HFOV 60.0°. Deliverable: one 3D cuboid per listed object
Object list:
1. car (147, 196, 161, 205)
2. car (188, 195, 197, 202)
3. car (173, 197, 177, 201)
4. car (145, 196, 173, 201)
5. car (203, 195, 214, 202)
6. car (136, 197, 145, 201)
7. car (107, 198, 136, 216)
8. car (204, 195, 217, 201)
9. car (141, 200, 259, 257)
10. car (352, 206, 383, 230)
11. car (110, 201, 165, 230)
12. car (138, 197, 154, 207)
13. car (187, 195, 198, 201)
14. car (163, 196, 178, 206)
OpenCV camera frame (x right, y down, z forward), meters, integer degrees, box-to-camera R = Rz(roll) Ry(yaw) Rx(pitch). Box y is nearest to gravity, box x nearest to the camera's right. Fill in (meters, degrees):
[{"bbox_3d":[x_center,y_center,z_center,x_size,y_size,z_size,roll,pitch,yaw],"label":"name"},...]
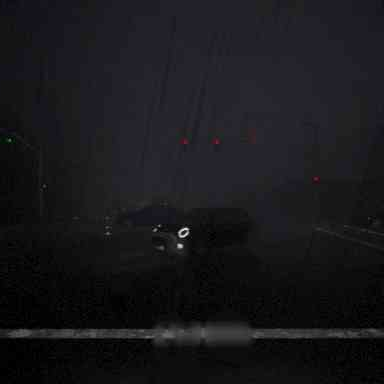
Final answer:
[{"bbox_3d":[-7.012,1.491,62.128,2.128,1.511,4.902,0,0,0],"label":"car"},{"bbox_3d":[0.061,1.413,73.921,1.994,1.385,4.181,0,0,0],"label":"car"},{"bbox_3d":[-3.556,1.564,45.603,1.994,1.385,4.181,0,0,0],"label":"car"},{"bbox_3d":[-3.558,1.352,37.033,2.097,1.767,4.553,0,0,0],"label":"car"},{"bbox_3d":[3.561,1.385,73.918,2.128,1.511,4.902,0,0,0],"label":"car"},{"bbox_3d":[-7.059,1.477,42.234,1.882,1.535,5.008,0,0,0],"label":"car"},{"bbox_3d":[-7.067,1.525,32.940,1.812,1.442,4.674,0,0,0],"label":"car"},{"bbox_3d":[3.552,1.351,63.779,2.097,1.767,4.553,0,0,0],"label":"car"},{"bbox_3d":[0.605,1.377,13.145,4.553,1.767,2.097,0,0,-41],"label":"car"},{"bbox_3d":[12.781,1.533,21.012,5.008,1.535,1.882,0,0,0],"label":"car"},{"bbox_3d":[-2.265,1.508,20.994,5.008,1.535,1.882,0,0,0],"label":"car"},{"bbox_3d":[-7.048,1.504,51.720,1.837,1.490,4.892,0,0,0],"label":"car"},{"bbox_3d":[0.052,1.504,63.812,1.837,1.490,4.892,0,0,0],"label":"car"},{"bbox_3d":[-3.534,1.491,55.661,2.128,1.511,4.902,0,0,0],"label":"car"}]
